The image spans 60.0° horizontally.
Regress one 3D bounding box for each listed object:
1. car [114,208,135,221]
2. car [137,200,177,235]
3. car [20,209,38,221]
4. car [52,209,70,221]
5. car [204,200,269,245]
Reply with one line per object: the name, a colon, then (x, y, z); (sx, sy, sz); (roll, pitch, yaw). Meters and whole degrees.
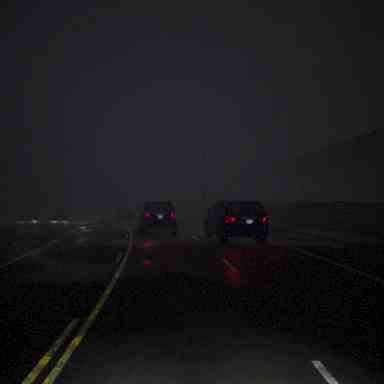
car: (-8.248, 2.664, 40.543); (2.128, 1.511, 4.902); (1, -3, -22)
car: (-2.313, 1.566, 21.494); (2.150, 2.045, 5.566); (0, -2, -11)
car: (-21.609, 3.015, 44.040); (1.812, 1.442, 4.674); (1, -3, -28)
car: (-16.482, 2.861, 41.626); (2.033, 1.411, 5.357); (1, -3, -25)
car: (2.080, 1.436, 16.995); (2.150, 2.045, 5.566); (0, -1, -9)
